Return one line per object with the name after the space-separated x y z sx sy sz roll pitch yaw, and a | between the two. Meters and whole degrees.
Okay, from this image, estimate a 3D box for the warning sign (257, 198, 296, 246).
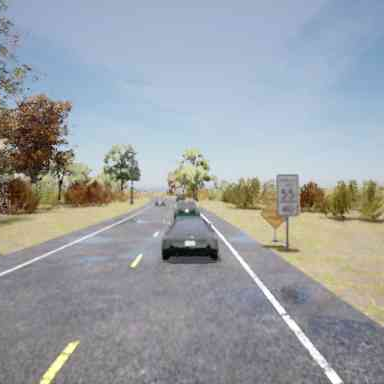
3.429 1.182 13.683 1.300 1.860 1.060 1 0 -1 | warning sign

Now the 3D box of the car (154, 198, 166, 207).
-5.541 1.730 58.178 2.128 1.511 4.902 0 0 -3 | car

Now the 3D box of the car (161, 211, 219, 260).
-0.078 1.629 12.779 1.994 1.385 4.181 0 0 0 | car

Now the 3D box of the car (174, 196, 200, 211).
-0.439 1.479 27.548 2.097 1.767 4.553 0 0 -1 | car

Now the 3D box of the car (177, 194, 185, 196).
-2.780 1.524 83.785 2.150 2.045 5.566 0 0 -5 | car
